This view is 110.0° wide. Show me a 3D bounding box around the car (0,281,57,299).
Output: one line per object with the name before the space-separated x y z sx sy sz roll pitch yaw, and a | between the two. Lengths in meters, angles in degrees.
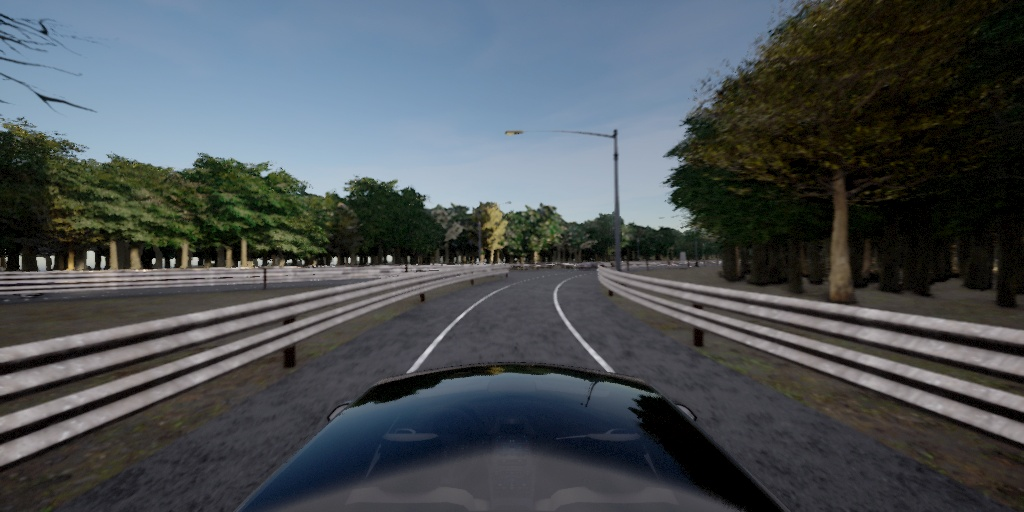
car | -27.823 1.542 18.798 1.882 1.535 5.008 -2 -1 44

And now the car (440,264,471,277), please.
car | -6.118 1.580 41.103 1.812 1.442 4.674 -2 -1 44

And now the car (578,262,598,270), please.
car | 13.417 1.689 61.172 2.033 1.411 5.357 -2 -2 44
